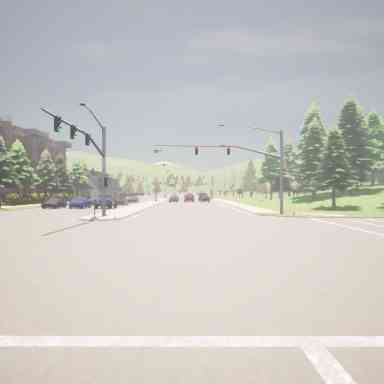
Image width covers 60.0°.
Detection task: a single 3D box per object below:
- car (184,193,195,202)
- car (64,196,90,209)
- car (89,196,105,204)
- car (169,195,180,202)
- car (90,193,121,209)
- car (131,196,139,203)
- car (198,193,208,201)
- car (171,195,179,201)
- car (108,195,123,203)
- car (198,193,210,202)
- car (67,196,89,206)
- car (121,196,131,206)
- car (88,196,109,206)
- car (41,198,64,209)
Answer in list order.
[{"bbox_3d":[-0.589,1.225,73.019,2.150,2.045,5.566,0,0,-1],"label":"car"},{"bbox_3d":[-15.269,1.478,45.537,1.882,1.535,5.008,0,0,-1],"label":"car"},{"bbox_3d":[-18.997,1.501,66.827,1.837,1.490,4.892,0,0,-1],"label":"car"},{"bbox_3d":[-4.087,1.541,72.899,2.033,1.411,5.357,0,0,-1],"label":"car"},{"bbox_3d":[-11.773,1.222,45.720,2.150,2.045,5.566,0,0,-1],"label":"car"},{"bbox_3d":[-12.019,1.548,68.302,2.033,1.411,5.357,0,0,-1],"label":"car"},{"bbox_3d":[2.748,1.194,83.666,2.150,2.045,5.566,0,0,-1],"label":"car"},{"bbox_3d":[-4.251,1.488,83.517,1.812,1.442,4.674,0,0,-1],"label":"car"},{"bbox_3d":[-15.512,1.478,67.802,1.882,1.535,5.008,0,0,-1],"label":"car"},{"bbox_3d":[2.905,1.501,73.442,1.837,1.490,4.892,0,0,-1],"label":"car"},{"bbox_3d":[-18.901,1.478,55.336,1.882,1.535,5.008,0,0,-1],"label":"car"},{"bbox_3d":[-11.905,1.503,55.396,1.837,1.490,4.892,0,0,-1],"label":"car"},{"bbox_3d":[-15.399,1.491,54.942,2.128,1.511,4.902,0,0,-1],"label":"car"},{"bbox_3d":[-18.771,1.547,45.605,2.033,1.411,5.357,0,0,-1],"label":"car"}]
